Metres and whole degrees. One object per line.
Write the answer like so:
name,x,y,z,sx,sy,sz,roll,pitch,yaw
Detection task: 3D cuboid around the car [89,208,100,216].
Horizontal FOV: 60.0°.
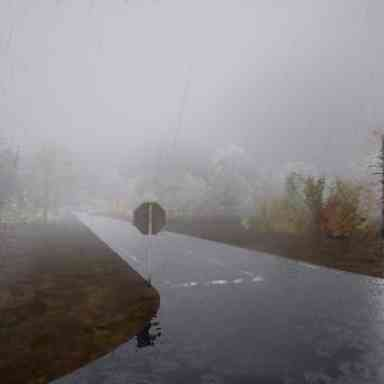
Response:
car,-25.718,5.725,89.095,2.033,1.411,5.357,1,-3,-21
